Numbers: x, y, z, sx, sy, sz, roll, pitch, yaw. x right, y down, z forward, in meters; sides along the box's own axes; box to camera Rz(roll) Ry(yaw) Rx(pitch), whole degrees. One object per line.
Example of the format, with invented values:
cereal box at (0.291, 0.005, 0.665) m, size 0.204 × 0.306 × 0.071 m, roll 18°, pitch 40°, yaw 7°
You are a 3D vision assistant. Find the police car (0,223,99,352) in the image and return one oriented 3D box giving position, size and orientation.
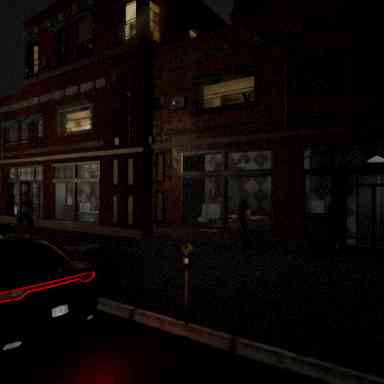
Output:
police car at (-3.908, 1.424, 6.074) m, size 5.238 × 1.638 × 1.930 m, roll 0°, pitch 0°, yaw 36°
